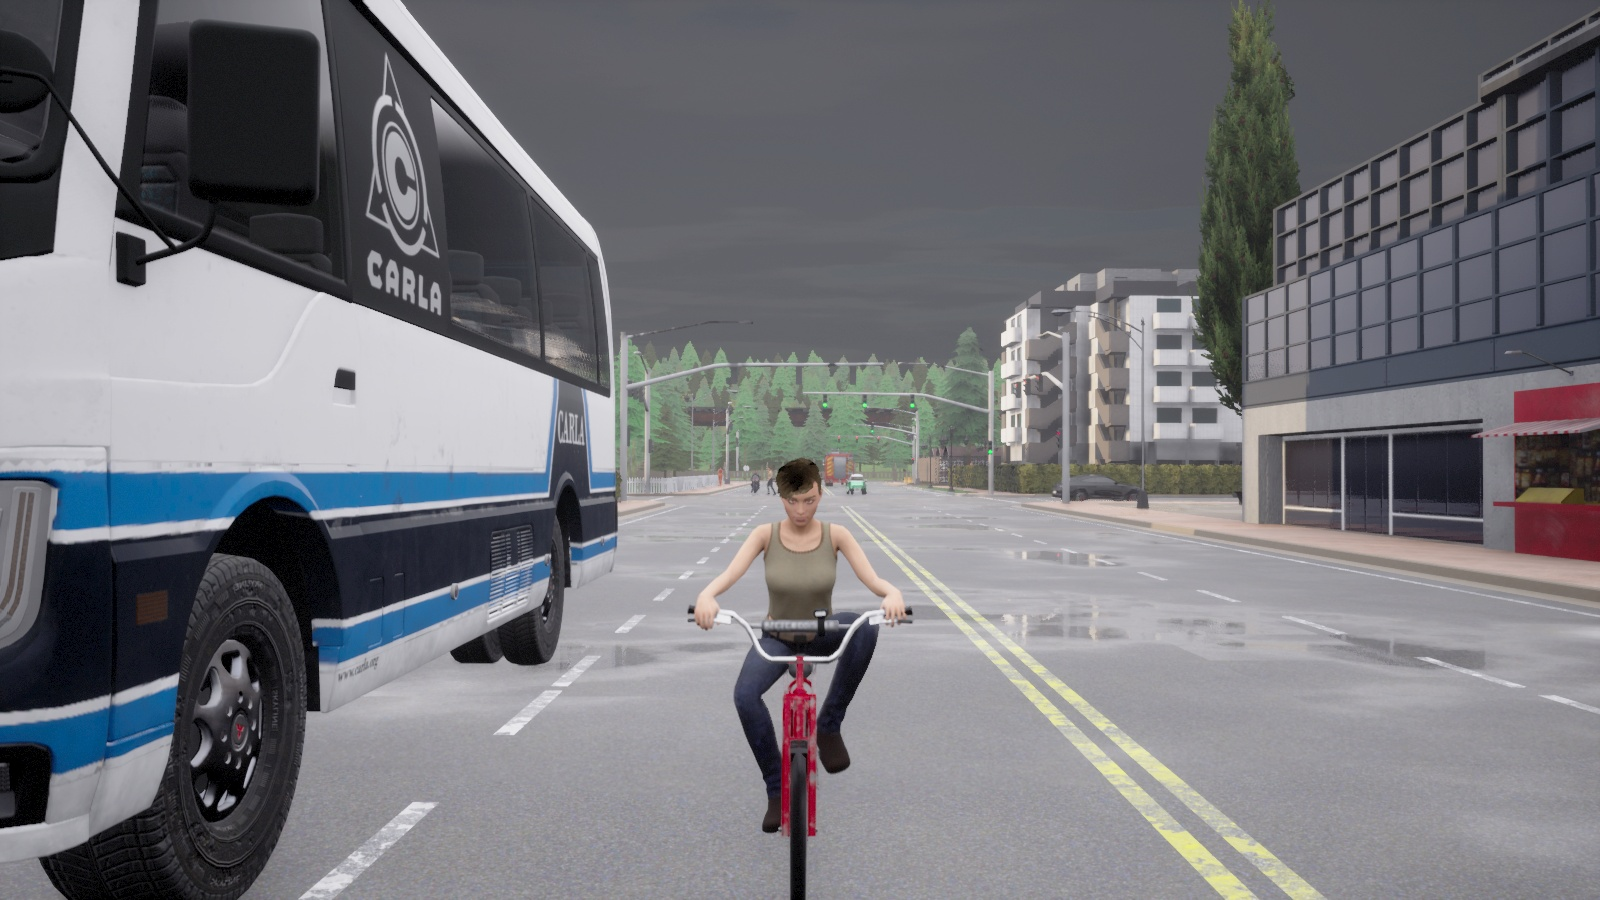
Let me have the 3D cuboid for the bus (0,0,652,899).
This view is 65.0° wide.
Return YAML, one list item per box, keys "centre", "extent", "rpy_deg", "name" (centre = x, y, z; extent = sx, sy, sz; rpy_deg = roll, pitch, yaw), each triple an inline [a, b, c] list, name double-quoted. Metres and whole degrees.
- centre: [-3.490, -0.422, 7.526]
  extent: [3.944, 4.253, 10.273]
  rpy_deg: [0, -1, 0]
  name: "bus"

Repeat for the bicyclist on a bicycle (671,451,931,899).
- centre: [0.005, 0.833, 4.958]
  extent: [0.866, 1.612, 1.509]
  rpy_deg: [0, -2, 0]
  name: "bicyclist on a bicycle"

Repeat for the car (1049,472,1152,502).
- centre: [15.084, 1.838, 63.173]
  extent: [4.674, 1.442, 1.812]
  rpy_deg: [0, -1, -10]
  name: "car"

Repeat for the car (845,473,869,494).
- centre: [3.853, 2.277, 84.932]
  extent: [1.481, 1.376, 2.207]
  rpy_deg: [0, -1, 0]
  name: "car"
